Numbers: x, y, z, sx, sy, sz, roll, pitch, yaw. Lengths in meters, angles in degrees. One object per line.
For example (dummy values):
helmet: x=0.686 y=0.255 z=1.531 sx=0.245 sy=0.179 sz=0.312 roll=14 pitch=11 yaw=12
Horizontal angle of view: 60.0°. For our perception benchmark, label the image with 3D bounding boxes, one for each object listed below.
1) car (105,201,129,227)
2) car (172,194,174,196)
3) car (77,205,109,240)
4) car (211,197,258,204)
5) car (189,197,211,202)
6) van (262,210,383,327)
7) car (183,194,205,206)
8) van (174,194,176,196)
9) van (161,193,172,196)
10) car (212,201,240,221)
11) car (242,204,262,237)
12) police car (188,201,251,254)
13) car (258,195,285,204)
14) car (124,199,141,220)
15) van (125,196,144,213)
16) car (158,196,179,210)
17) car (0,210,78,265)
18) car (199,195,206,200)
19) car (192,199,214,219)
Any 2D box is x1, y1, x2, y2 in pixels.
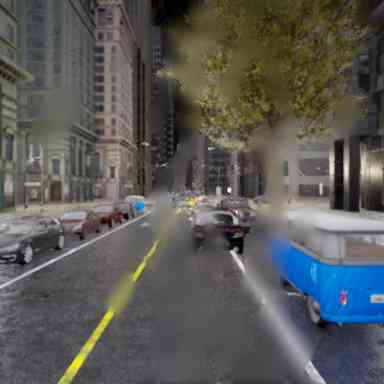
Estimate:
car: x=-5.769 y=1.513 z=22.247 sx=1.887 sy=1.381 sz=4.507 roll=0 pitch=0 yaw=0
car: x=-5.795 y=1.472 z=76.583 sx=1.887 sy=1.381 sz=4.507 roll=0 pitch=0 yaw=0
car: x=-5.768 y=1.557 z=16.833 sx=1.802 sy=1.307 sz=4.206 roll=0 pitch=0 yaw=0
car: x=2.755 y=1.283 z=22.603 sx=2.192 sy=1.841 sz=5.009 roll=0 pitch=0 yaw=0
car: x=0.895 y=1.422 z=23.643 sx=1.801 sy=1.575 sz=5.366 roll=0 pitch=0 yaw=0
van: x=2.759 y=1.331 z=6.737 sx=1.690 sy=1.788 sz=3.998 roll=0 pitch=0 yaw=0
car: x=1.323 y=1.418 z=47.481 sx=1.882 sy=1.535 sz=5.008 roll=0 pitch=0 yaw=36
van: x=-5.796 y=1.267 z=87.632 sx=1.690 sy=1.788 sz=3.998 roll=0 pitch=0 yaw=0
van: x=-5.795 y=1.271 z=71.057 sx=1.690 sy=1.788 sz=3.998 roll=0 pitch=0 yaw=0
car: x=2.754 y=1.507 z=27.893 sx=1.887 sy=1.381 sz=4.507 roll=0 pitch=0 yaw=0
car: x=2.757 y=1.525 z=17.315 sx=2.008 sy=1.369 sz=4.403 roll=0 pitch=0 yaw=0
police car: x=0.897 y=1.405 z=13.562 sx=1.930 sy=1.638 sz=5.238 roll=0 pitch=0 yaw=0
car: x=11.512 y=1.217 z=50.236 sx=4.902 sy=1.511 sz=2.128 roll=-1 pitch=0 yaw=0
car: x=-5.770 y=1.528 z=27.660 sx=1.947 sy=1.339 sz=4.313 roll=0 pitch=0 yaw=0
van: x=-5.772 y=1.297 z=33.073 sx=1.690 sy=1.788 sz=3.998 roll=0 pitch=0 yaw=0
car: x=-3.023 y=1.514 z=40.862 sx=1.994 sy=1.385 sz=4.181 roll=0 pitch=0 yaw=0
car: x=-5.767 y=1.533 z=11.420 sx=2.008 sy=1.369 sz=4.403 roll=0 pitch=0 yaw=0
car: x=2.755 y=1.471 z=87.617 sx=1.887 sy=1.381 sz=4.507 roll=0 pitch=0 yaw=0
car: x=0.894 y=1.466 z=29.453 sx=1.837 sy=1.490 sz=4.892 roll=0 pitch=0 yaw=0
